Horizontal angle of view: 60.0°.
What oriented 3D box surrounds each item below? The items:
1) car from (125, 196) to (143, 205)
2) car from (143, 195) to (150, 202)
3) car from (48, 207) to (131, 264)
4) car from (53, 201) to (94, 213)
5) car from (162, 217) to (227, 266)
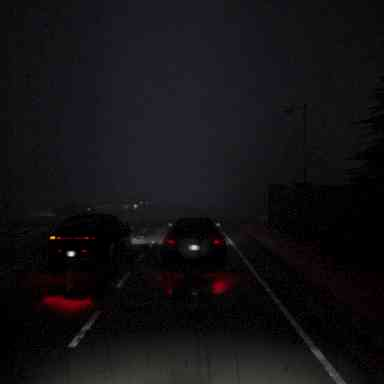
[{"bbox_3d":[-10.528,1.475,59.247,1.882,1.535,5.008,0,0,1],"label":"car"},{"bbox_3d":[-10.482,1.486,74.790,2.033,1.411,5.357,0,0,0],"label":"car"},{"bbox_3d":[-3.422,1.504,11.876,1.837,1.490,4.892,0,0,0],"label":"car"},{"bbox_3d":[-11.001,1.526,30.938,4.181,1.385,1.994,0,0,32],"label":"car"},{"bbox_3d":[0.075,1.564,11.511,1.994,1.385,4.181,0,0,0],"label":"car"}]
